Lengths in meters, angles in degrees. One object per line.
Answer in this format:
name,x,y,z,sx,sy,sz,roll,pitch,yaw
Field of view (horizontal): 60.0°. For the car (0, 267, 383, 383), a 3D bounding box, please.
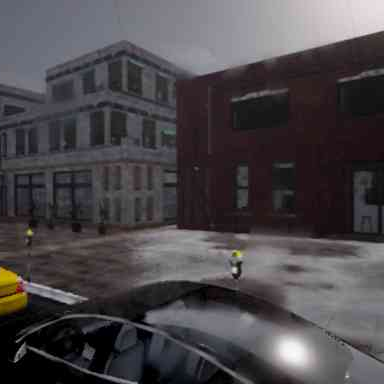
car,-0.466,1.591,3.203,4.313,1.339,1.947,-1,0,35
